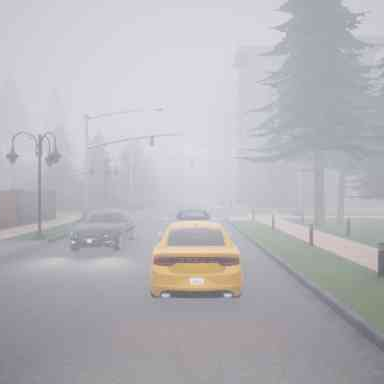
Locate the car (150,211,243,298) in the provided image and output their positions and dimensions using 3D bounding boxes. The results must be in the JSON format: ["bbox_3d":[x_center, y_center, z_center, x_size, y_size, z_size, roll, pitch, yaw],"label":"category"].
[{"bbox_3d":[0.084,1.478,8.553,1.882,1.535,5.008,0,0,0],"label":"car"}]

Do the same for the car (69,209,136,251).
[{"bbox_3d":[-3.603,1.507,14.137,1.837,1.490,4.892,0,-1,0],"label":"car"}]
